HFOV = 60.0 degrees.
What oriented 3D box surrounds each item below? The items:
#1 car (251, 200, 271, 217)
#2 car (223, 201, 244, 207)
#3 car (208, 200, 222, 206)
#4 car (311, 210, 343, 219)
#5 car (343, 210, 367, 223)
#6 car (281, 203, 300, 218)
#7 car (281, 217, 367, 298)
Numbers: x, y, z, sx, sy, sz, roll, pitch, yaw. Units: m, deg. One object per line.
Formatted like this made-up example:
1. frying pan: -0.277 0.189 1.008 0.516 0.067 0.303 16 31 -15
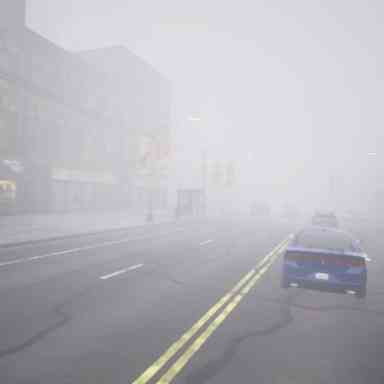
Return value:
1. car: 8.704 2.048 41.976 2.150 2.045 5.566 2 -1 14
2. car: 10.329 2.940 81.395 1.895 1.301 4.718 3 -1 -39
3. car: 6.216 2.754 85.382 4.674 1.452 2.002 2 -1 41
4. car: 10.628 2.211 26.752 2.128 1.511 4.902 2 -1 22
5. car: 18.216 2.736 37.574 1.895 1.301 4.718 2 -1 16
6. car: 12.241 2.304 41.663 2.097 1.767 4.553 2 0 13
7. car: 3.740 1.733 9.504 1.882 1.535 5.008 2 -1 22
